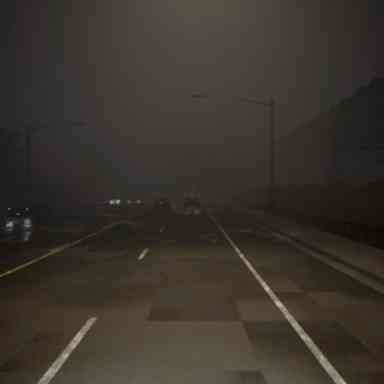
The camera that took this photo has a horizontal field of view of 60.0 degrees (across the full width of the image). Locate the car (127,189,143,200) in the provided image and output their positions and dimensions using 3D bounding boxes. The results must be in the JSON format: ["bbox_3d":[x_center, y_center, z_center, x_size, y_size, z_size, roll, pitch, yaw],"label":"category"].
[{"bbox_3d":[-10.537,0.443,62.061,2.150,2.045,5.566,0,1,0],"label":"car"}]

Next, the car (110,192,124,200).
[{"bbox_3d":[-14.041,0.714,62.455,2.128,1.511,4.902,0,1,1],"label":"car"}]

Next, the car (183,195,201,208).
[{"bbox_3d":[0.003,1.130,39.906,2.128,1.511,4.902,0,1,0],"label":"car"}]

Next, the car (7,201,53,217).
[{"bbox_3d":[-14.047,1.435,29.081,1.895,1.301,4.718,0,1,1],"label":"car"}]

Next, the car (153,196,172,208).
[{"bbox_3d":[-3.499,1.202,39.907,1.994,1.385,4.181,0,1,1],"label":"car"}]
